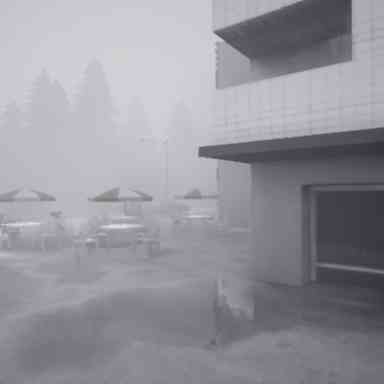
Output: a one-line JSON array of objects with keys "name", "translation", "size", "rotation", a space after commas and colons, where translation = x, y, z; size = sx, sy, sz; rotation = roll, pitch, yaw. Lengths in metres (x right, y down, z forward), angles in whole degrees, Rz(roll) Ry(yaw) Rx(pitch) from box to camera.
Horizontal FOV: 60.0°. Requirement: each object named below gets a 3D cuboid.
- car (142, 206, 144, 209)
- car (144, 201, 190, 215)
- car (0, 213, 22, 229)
[{"name": "car", "translation": [-3.948, 1.804, 41.884], "size": [2.033, 1.411, 5.357], "rotation": [-1, 0, 36]}, {"name": "car", "translation": [-2.441, 1.765, 36.781], "size": [2.033, 1.411, 5.357], "rotation": [-1, 0, 36]}, {"name": "car", "translation": [-13.444, 1.745, 21.383], "size": [1.812, 1.442, 4.674], "rotation": [-1, -1, 33]}]
